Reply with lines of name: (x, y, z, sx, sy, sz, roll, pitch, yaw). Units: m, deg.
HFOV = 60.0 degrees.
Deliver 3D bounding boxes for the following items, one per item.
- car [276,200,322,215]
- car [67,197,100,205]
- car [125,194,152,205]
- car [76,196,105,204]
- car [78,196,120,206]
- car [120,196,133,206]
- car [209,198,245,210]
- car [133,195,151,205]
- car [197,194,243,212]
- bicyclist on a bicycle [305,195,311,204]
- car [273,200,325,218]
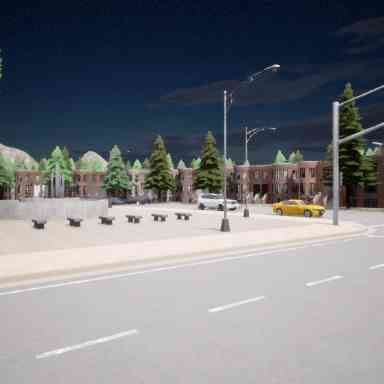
car: (11.143, 1.564, 34.889, 1.994, 1.385, 4.181, 0, 0, -37)
car: (-19.742, 1.547, 60.382, 5.357, 1.411, 2.033, 0, 0, 9)
car: (-9.826, 1.352, 61.188, 4.553, 1.767, 2.097, 0, 0, 21)
car: (-19.439, 1.491, 63.892, 4.902, 1.511, 2.128, 0, 0, 7)
car: (-14.428, 1.548, 51.778, 5.357, 1.411, 2.033, 0, 0, 19)
car: (-13.047, 1.548, 54.986, 5.357, 1.411, 2.033, 0, 0, 20)
car: (4.509, 1.525, 43.233, 1.812, 1.442, 4.674, 0, 0, -43)
car: (-10.071, 1.505, 57.567, 4.892, 1.490, 1.837, 0, 0, 22)
car: (2.983, 1.221, 39.836, 2.150, 2.045, 5.566, 0, 0, -41)
bicyclist on a bicycle: (16.257, 1.303, 46.652, 1.656, 1.620, 0.582, 0, 0, -37)
car: (9.824, 1.478, 30.816, 1.882, 1.535, 5.008, 0, 0, -37)
